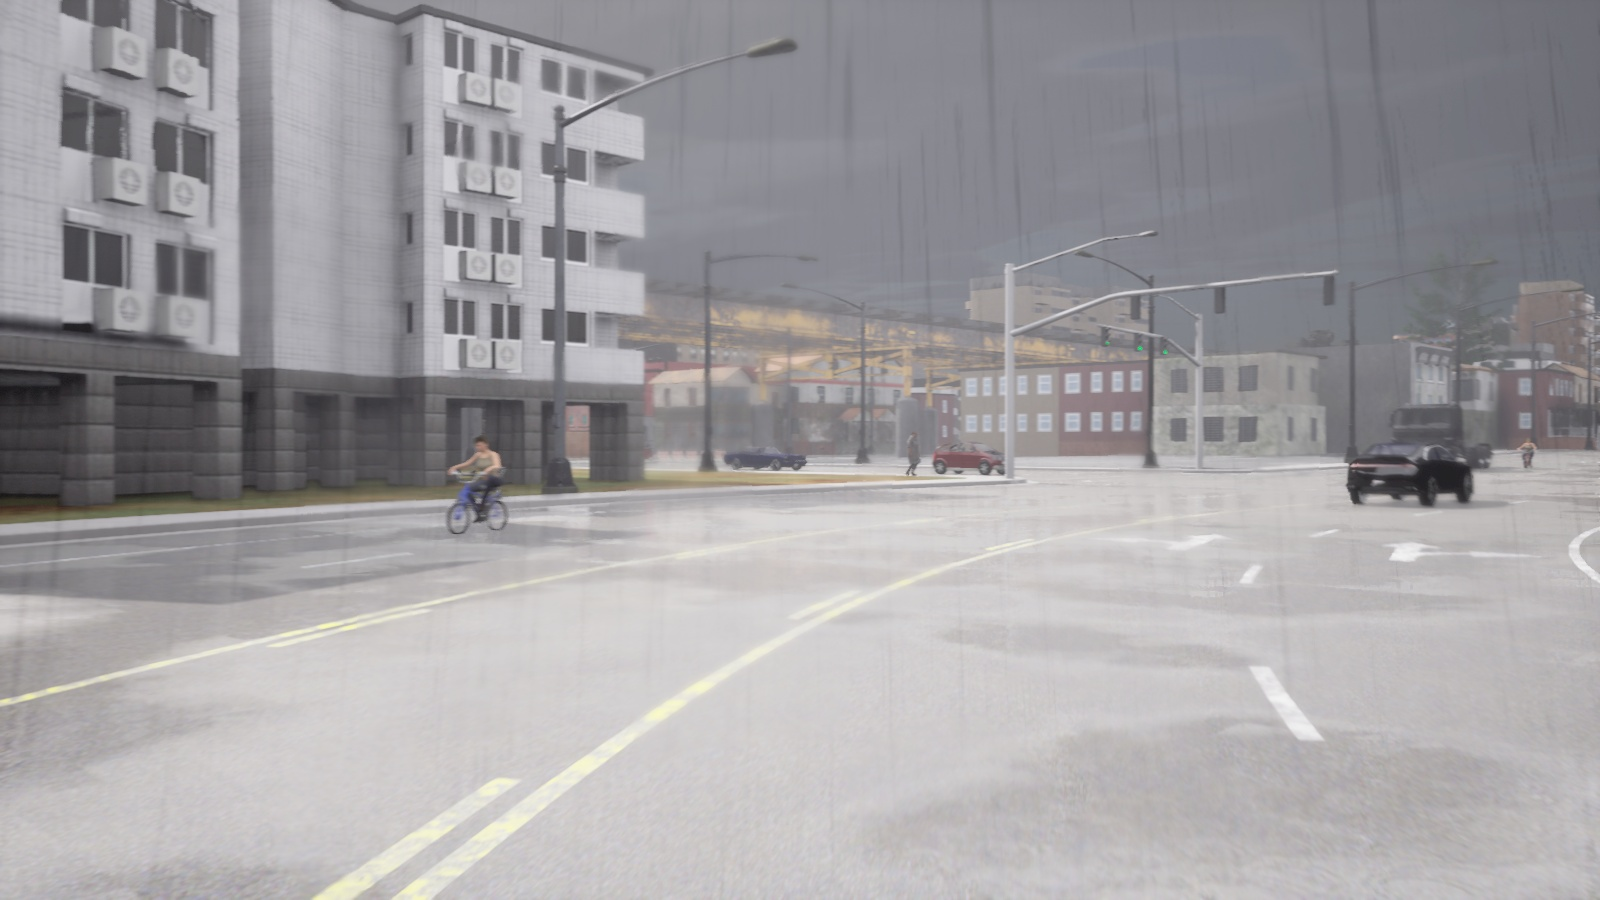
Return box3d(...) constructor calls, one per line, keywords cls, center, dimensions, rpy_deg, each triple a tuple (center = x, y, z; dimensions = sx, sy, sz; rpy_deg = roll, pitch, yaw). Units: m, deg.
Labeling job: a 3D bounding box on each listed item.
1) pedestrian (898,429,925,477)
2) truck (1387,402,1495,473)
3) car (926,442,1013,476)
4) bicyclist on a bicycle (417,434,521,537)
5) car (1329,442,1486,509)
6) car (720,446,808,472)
box3d(cls="pedestrian", center=(4.529, 0.126, 51.147), dimensions=(0.873, 1.952, 0.659), rpy_deg=(0, 0, 35))
box3d(cls="truck", center=(33.200, -0.670, 64.859), dimensions=(2.891, 3.462, 7.936), rpy_deg=(0, 1, 43))
box3d(cls="car", center=(7.934, 0.407, 58.995), dimensions=(3.705, 1.549, 1.789), rpy_deg=(0, 0, 42))
box3d(cls="bicyclist on a bicycle", center=(-5.395, 0.556, 20.546), dimensions=(0.866, 1.612, 1.509), rpy_deg=(1, 0, 26))
box3d(cls="car", center=(14.983, 0.558, 30.823), dimensions=(2.128, 1.511, 4.902), rpy_deg=(0, 0, 43))
box3d(cls="car", center=(-1.958, 0.459, 67.799), dimensions=(4.718, 1.301, 1.895), rpy_deg=(0, 0, 42))
